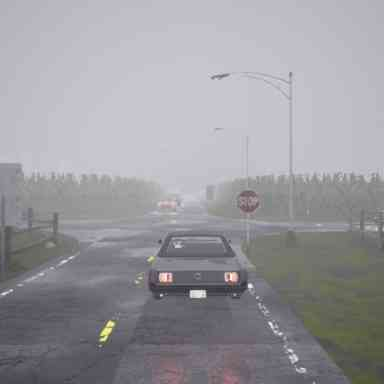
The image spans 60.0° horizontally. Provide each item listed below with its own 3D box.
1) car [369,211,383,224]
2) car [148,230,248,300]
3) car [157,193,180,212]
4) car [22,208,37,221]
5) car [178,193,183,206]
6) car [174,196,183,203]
[{"bbox_3d":[15.157,1.685,23.950,4.181,1.385,1.994,0,-1,0],"label":"car"},{"bbox_3d":[0.073,1.601,8.377,1.895,1.301,4.718,0,0,-1],"label":"car"},{"bbox_3d":[-2.840,1.343,38.364,2.097,1.767,4.553,0,0,0],"label":"car"},{"bbox_3d":[-13.915,1.537,24.009,4.718,1.301,1.895,0,-1,1],"label":"car"},{"bbox_3d":[-2.826,1.204,52.434,2.150,2.045,5.566,0,0,0],"label":"car"},{"bbox_3d":[-2.748,1.489,68.553,1.812,1.442,4.674,0,0,0],"label":"car"}]
